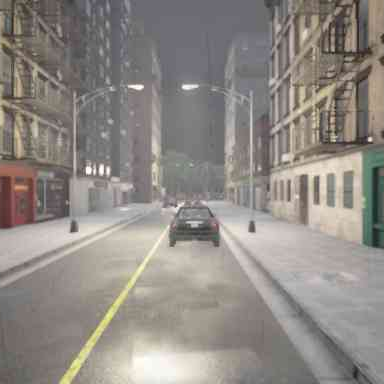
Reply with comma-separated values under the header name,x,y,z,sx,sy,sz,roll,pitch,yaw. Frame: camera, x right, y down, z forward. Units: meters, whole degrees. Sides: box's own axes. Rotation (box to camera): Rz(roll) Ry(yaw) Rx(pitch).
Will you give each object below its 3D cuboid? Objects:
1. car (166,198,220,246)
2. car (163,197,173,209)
name,x,y,z,sx,sy,sz,roll,pitch,yaw
car,0.103,1.356,15.461,2.097,1.767,4.553,0,0,0
car,-3.062,1.493,46.989,1.882,1.535,5.008,0,0,0
